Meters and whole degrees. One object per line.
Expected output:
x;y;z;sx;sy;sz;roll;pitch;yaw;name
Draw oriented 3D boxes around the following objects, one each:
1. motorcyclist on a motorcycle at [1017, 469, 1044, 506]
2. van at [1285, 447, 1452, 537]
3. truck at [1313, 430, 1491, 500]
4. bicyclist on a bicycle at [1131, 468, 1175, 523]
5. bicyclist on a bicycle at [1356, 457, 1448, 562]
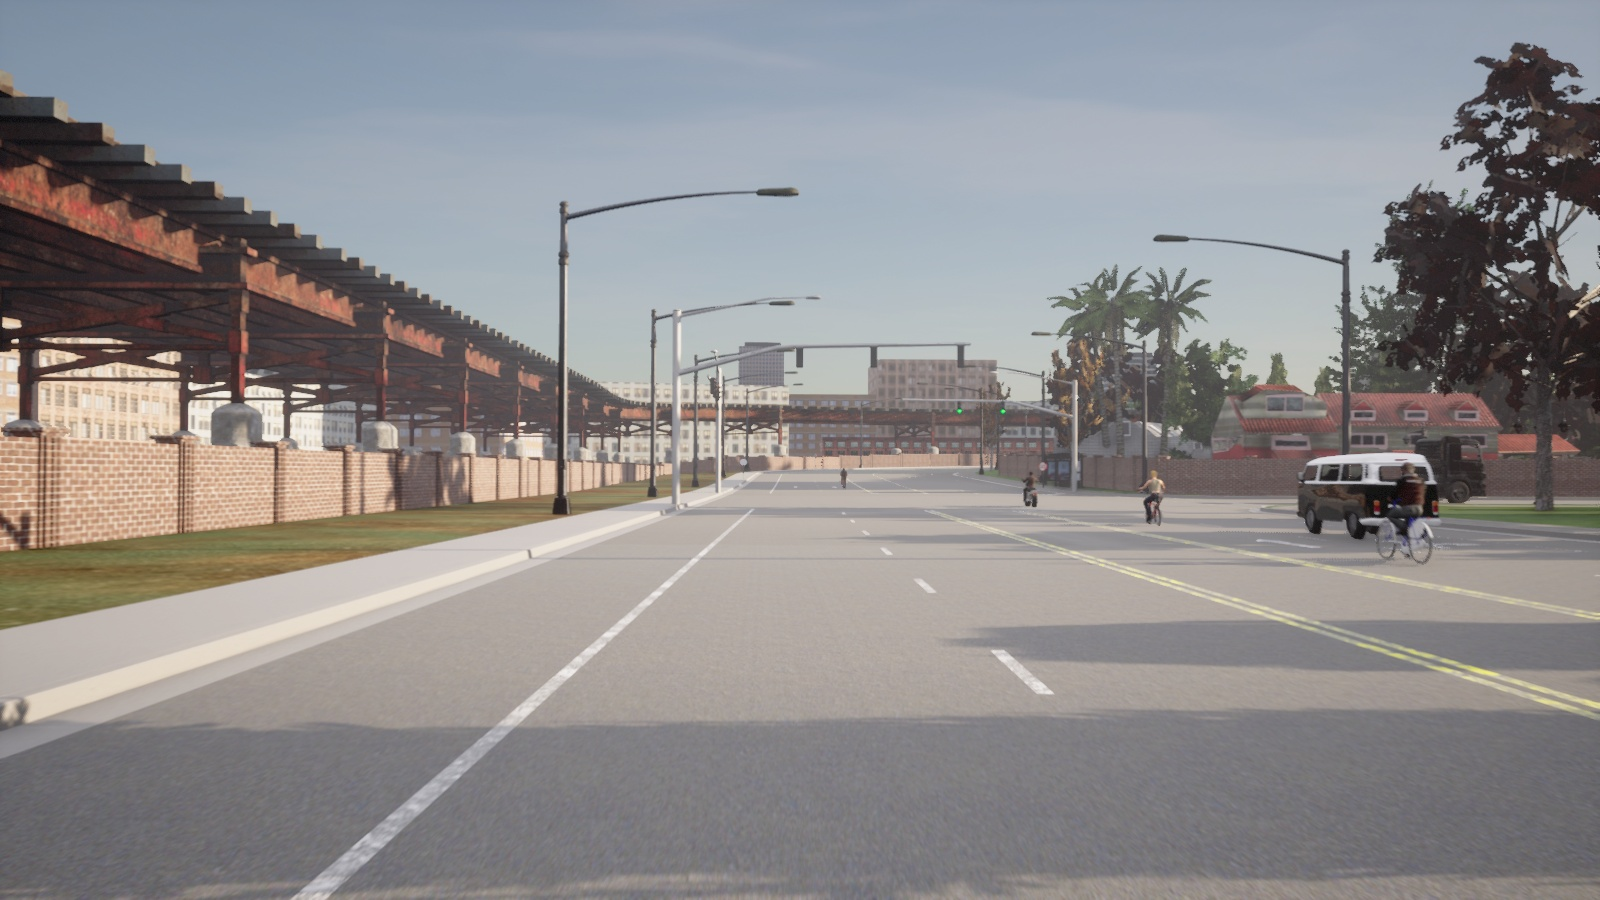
10.355;1.670;56.511;0.766;1.649;2.350;0;-1;0;motorcyclist on a motorcycle
13.917;1.002;31.057;2.069;2.038;4.480;0;-1;0;van
30.764;0.785;64.296;7.936;3.462;2.891;0;-1;-10;truck
10.412;1.330;37.079;0.866;1.612;1.509;0;-1;-1;bicyclist on a bicycle
10.544;1.012;22.063;0.659;1.776;1.843;0;-1;-3;bicyclist on a bicycle
